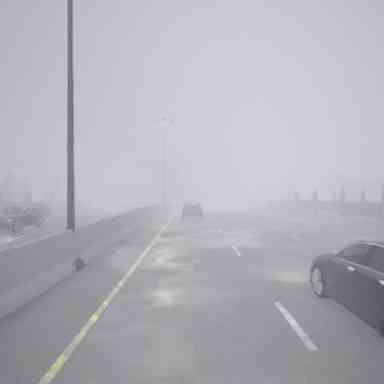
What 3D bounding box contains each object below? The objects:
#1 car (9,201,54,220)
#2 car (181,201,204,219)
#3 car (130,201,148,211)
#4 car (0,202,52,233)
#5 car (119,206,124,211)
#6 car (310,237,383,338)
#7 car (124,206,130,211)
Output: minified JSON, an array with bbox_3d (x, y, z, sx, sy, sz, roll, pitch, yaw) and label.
[{"bbox_3d":[-14.134,1.619,29.596,1.812,1.442,4.674,0,0,0],"label":"car"},{"bbox_3d":[0.059,1.576,30.018,2.128,1.511,4.902,0,0,0],"label":"car"},{"bbox_3d":[-7.140,2.031,47.029,1.812,1.442,4.674,0,-3,0],"label":"car"},{"bbox_3d":[-10.625,1.556,20.106,2.128,1.511,4.902,0,0,0],"label":"car"},{"bbox_3d":[-14.098,3.946,70.919,2.150,2.045,5.566,0,-6,0],"label":"car"},{"bbox_3d":[3.580,1.519,5.632,1.837,1.490,4.892,0,0,0],"label":"car"},{"bbox_3d":[-10.609,3.224,61.750,2.128,1.511,4.902,0,-6,0],"label":"car"}]
